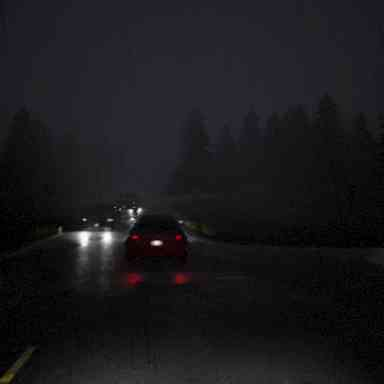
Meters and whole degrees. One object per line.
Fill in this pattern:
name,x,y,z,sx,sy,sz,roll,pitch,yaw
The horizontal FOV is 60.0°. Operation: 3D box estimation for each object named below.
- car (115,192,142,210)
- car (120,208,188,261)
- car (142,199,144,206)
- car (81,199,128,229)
car,-6.835,1.068,35.185,2.150,2.045,5.566,1,0,-5
car,-1.244,1.501,11.972,1.994,1.385,4.181,1,0,-5
car,-8.046,1.296,48.148,2.128,1.511,4.902,1,0,-5
car,-5.502,1.435,20.969,2.033,1.411,5.357,1,0,-5
